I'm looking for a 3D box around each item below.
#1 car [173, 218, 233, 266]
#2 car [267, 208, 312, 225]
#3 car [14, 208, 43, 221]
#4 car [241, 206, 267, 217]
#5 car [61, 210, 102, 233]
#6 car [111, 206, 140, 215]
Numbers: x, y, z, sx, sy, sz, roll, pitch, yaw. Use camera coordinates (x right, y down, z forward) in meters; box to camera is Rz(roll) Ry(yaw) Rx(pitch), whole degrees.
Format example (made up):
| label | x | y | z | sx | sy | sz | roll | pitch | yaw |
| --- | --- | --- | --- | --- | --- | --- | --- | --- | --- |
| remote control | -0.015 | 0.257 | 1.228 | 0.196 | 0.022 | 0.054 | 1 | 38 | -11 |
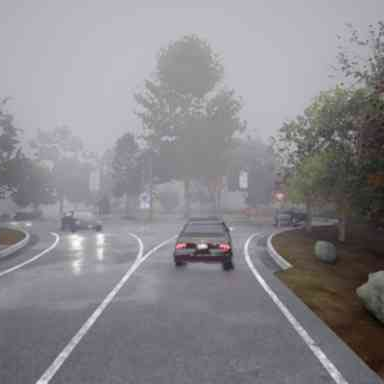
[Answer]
| label | x | y | z | sx | sy | sz | roll | pitch | yaw |
| --- | --- | --- | --- | --- | --- | --- | --- | --- | --- |
| car | 0.487 | 1.619 | 11.751 | 2.033 | 1.411 | 5.357 | 0 | -1 | 4 |
| car | 9.783 | 2.311 | 32.049 | 4.902 | 1.511 | 2.128 | 2 | -3 | -44 |
| car | -19.259 | 2.587 | 39.346 | 1.882 | 1.535 | 5.008 | 0 | -2 | -5 |
| car | 9.811 | 2.978 | 52.350 | 2.097 | 1.767 | 4.553 | 1 | -3 | -35 |
| car | -7.621 | 1.973 | 22.744 | 1.812 | 1.442 | 4.674 | 2 | -3 | -33 |
| car | -11.248 | 3.114 | 56.302 | 4.892 | 1.490 | 1.837 | 1 | -3 | -26 |
